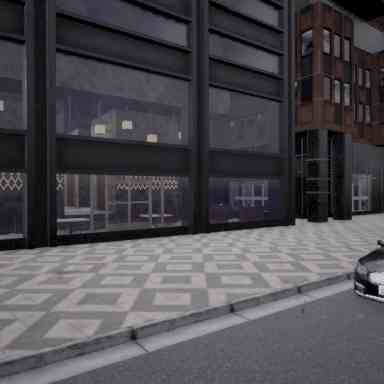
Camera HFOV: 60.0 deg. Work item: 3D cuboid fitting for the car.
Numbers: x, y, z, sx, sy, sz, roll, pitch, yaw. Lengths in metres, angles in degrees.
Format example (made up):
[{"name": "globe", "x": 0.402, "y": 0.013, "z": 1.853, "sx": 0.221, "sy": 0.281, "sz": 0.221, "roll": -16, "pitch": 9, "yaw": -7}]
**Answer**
[{"name": "car", "x": 5.451, "y": 1.486, "z": 7.244, "sx": 4.902, "sy": 1.511, "sz": 2.128, "roll": 0, "pitch": 0, "yaw": -35}]
